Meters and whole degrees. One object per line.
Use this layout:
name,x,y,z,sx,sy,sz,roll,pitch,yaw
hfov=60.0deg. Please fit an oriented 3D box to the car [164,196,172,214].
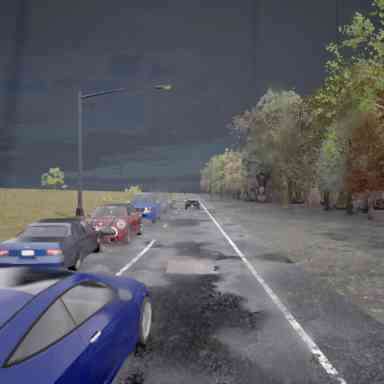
car,-3.605,1.351,35.273,2.097,1.767,4.553,0,0,0

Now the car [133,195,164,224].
car,-3.612,1.223,25.268,2.150,2.045,5.566,0,0,-1

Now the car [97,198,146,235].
car,-3.681,1.353,15.615,2.097,1.767,4.553,0,0,1

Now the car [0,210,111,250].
car,-4.219,1.550,10.713,2.033,1.411,5.357,0,0,-4

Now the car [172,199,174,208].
car,-3.607,1.347,45.280,2.097,1.767,4.553,0,0,0

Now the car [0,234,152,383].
car,-1.731,1.526,3.467,1.812,1.442,4.674,0,0,6

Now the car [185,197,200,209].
car,0.046,1.501,44.332,1.837,1.490,4.892,0,0,0
